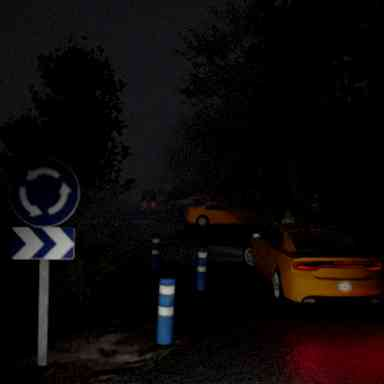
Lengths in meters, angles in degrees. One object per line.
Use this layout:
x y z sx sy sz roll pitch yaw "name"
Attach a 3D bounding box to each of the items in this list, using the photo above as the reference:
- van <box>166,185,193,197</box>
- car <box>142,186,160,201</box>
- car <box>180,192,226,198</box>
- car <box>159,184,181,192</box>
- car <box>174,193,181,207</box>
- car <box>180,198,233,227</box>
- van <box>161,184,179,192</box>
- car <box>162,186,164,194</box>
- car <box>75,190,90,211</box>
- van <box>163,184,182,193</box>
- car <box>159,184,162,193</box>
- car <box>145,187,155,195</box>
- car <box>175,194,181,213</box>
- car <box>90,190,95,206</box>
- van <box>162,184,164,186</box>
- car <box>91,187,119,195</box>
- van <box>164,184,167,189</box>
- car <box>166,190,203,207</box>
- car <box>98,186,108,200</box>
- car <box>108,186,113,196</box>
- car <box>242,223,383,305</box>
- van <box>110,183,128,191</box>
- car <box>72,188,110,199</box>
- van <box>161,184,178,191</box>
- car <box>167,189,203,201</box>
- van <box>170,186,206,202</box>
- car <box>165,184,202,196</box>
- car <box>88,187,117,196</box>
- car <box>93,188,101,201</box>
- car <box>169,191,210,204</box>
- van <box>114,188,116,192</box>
-2.182 -0.176 57.153 4.442 1.987 1.878 0 2 -7 "van"
-5.937 0.363 45.988 2.128 1.511 4.902 1 2 -7 "car"
1.672 1.143 24.296 4.553 1.767 2.185 0 2 -7 "car"
-5.639 -1.055 84.751 5.566 2.045 2.435 0 2 -7 "car"
0.992 1.095 29.671 4.674 1.452 2.002 1 2 -7 "car"
1.964 1.377 21.547 5.008 1.535 2.097 1 2 -7 "car"
-5.825 -1.114 87.519 4.442 1.987 1.878 1 2 -7 "van"
-1.965 0.134 54.398 5.008 1.535 2.097 1 2 -7 "car"
-11.961 0.691 28.115 5.566 2.045 2.435 1 2 -7 "car"
-4.505 -0.774 76.522 4.442 1.987 1.878 1 2 -7 "van"
-2.985 -0.372 62.633 5.566 2.045 2.435 1 2 -7 "car"
-8.215 -0.256 64.983 1.882 1.535 5.008 1 2 -7 "car"
1.295 1.194 26.919 4.792 1.488 2.163 1 2 -7 "car"
-12.138 0.831 30.897 5.366 1.575 1.946 1 2 -7 "car"
-2.743 -0.263 59.875 4.442 1.987 1.878 1 2 -7 "van"
-15.985 -0.207 61.164 4.792 1.488 2.163 0 2 -7 "car"
-1.743 -0.005 51.612 4.442 1.987 1.878 0 2 -7 "van"
0.481 0.942 32.396 5.366 1.575 1.946 1 2 -7 "car"
-13.842 0.389 41.990 5.366 1.575 1.946 1 2 -7 "car"
-13.790 0.293 44.667 5.366 1.575 1.946 1 2 -7 "car"
2.663 1.498 8.277 1.882 1.535 5.008 0 0 0 "car"
-19.374 -1.315 88.697 4.442 1.987 1.878 1 2 -7 "van"
-14.309 0.198 47.390 4.892 1.521 2.231 1 2 -7 "car"
-6.140 -1.195 90.144 4.442 1.987 1.878 1 2 -7 "van"
-0.969 0.435 46.287 4.792 1.488 2.163 1 2 -7 "car"
-0.548 0.283 43.539 4.442 1.987 1.878 1 2 -7 "van"
0.038 0.478 37.908 5.566 2.045 2.435 0 2 -7 "car"
-15.654 -0.122 58.409 4.792 1.488 2.163 1 2 -7 "car"
-13.167 0.609 36.362 5.366 1.575 1.946 0 2 -7 "car"
-0.352 0.649 40.659 4.792 1.488 2.163 1 2 -7 "car"
-15.176 -0.291 55.664 4.442 1.987 1.878 1 2 -7 "van"
